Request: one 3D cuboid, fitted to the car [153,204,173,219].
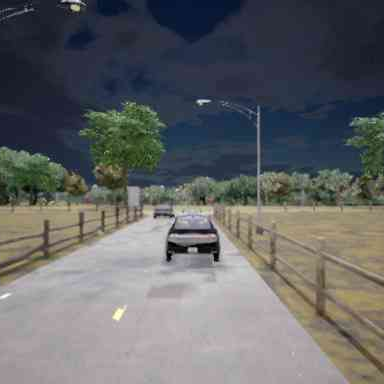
[{"bbox_3d":[-2.788,1.940,33.650,2.033,1.411,5.357,0,-1,0],"label":"car"}]

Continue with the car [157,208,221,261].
[{"bbox_3d":[0.039,1.598,12.683,2.128,1.511,4.902,0,-1,0],"label":"car"}]
